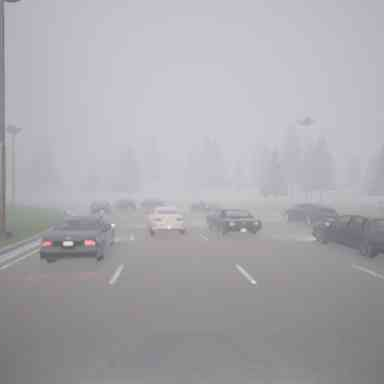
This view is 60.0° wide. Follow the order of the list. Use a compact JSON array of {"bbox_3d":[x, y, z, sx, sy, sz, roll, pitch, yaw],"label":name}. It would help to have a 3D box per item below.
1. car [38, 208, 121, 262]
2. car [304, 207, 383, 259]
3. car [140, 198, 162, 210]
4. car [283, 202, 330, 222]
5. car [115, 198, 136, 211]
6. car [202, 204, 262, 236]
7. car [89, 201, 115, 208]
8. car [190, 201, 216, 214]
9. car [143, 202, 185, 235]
[{"bbox_3d":[-3.952,1.549,12.170,2.033,1.411,5.357,0,0,-8],"label":"car"},{"bbox_3d":[6.544,1.526,12.606,2.033,1.411,5.357,0,0,-7],"label":"car"},{"bbox_3d":[-5.048,1.465,41.377,1.882,1.535,5.008,0,0,-25],"label":"car"},{"bbox_3d":[8.185,1.474,23.368,1.837,1.490,4.892,1,0,-12],"label":"car"},{"bbox_3d":[-7.982,1.499,39.357,1.837,1.490,4.892,1,-1,-25],"label":"car"},{"bbox_3d":[2.126,1.586,18.437,1.895,1.301,4.718,0,0,-10],"label":"car"},{"bbox_3d":[-9.578,1.602,34.422,1.895,1.301,4.718,0,0,-22],"label":"car"},{"bbox_3d":[1.313,1.578,35.247,1.895,1.301,4.718,0,0,-20],"label":"car"},{"bbox_3d":[-1.552,1.519,18.662,1.812,1.442,4.674,0,0,-11],"label":"car"}]
